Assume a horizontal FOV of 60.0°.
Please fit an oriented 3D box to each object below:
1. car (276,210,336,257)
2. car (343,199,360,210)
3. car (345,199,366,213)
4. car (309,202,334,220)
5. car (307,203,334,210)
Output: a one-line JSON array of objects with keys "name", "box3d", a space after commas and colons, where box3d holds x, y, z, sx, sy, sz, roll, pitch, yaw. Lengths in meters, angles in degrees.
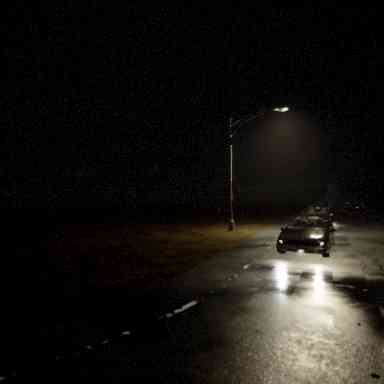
[{"name": "car", "box3d": [4.952, 1.699, 13.954, 2.033, 1.411, 5.357, -1, -1, 26]}, {"name": "car", "box3d": [24.755, 1.845, 51.630, 2.128, 1.511, 4.902, -1, 0, 23]}, {"name": "car", "box3d": [20.890, 1.884, 42.389, 1.994, 1.385, 4.181, -1, -1, 23]}, {"name": "car", "box3d": [12.774, 1.802, 32.599, 2.128, 1.511, 4.902, -1, -1, 23]}, {"name": "car", "box3d": [8.812, 1.743, 23.195, 1.837, 1.490, 4.892, -1, -1, 23]}]
